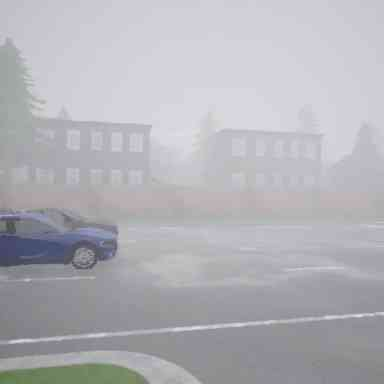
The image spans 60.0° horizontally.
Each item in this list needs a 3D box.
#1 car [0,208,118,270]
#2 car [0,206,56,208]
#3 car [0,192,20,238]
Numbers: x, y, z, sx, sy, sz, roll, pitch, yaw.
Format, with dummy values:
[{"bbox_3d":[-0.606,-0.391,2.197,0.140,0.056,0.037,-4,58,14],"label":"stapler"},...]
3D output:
[{"bbox_3d":[-4.721,1.368,9.685,5.008,1.535,1.882,1,0,-12],"label":"car"},{"bbox_3d":[-5.464,1.343,13.105,5.008,1.535,1.882,1,0,-12],"label":"car"},{"bbox_3d":[-11.313,0.998,15.440,5.566,2.045,2.150,1,0,-12],"label":"car"}]
